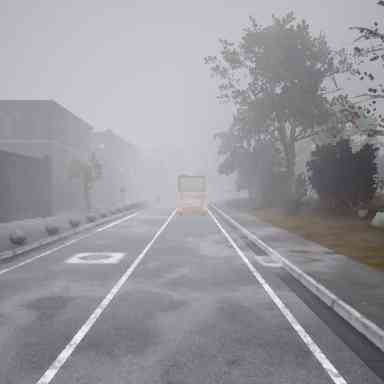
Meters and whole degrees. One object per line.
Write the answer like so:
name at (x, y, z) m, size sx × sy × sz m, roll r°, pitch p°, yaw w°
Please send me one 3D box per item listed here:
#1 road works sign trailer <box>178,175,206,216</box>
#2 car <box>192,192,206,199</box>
road works sign trailer at (0.007, 0.289, 29.868) m, size 2.380 × 3.560 × 2.880 m, roll 0°, pitch 0°, yaw 0°
car at (1.716, 0.880, 78.199) m, size 1.837 × 1.490 × 4.892 m, roll 0°, pitch 1°, yaw 26°
